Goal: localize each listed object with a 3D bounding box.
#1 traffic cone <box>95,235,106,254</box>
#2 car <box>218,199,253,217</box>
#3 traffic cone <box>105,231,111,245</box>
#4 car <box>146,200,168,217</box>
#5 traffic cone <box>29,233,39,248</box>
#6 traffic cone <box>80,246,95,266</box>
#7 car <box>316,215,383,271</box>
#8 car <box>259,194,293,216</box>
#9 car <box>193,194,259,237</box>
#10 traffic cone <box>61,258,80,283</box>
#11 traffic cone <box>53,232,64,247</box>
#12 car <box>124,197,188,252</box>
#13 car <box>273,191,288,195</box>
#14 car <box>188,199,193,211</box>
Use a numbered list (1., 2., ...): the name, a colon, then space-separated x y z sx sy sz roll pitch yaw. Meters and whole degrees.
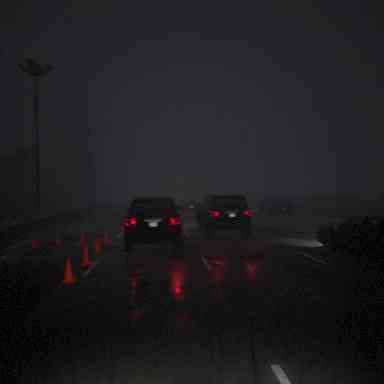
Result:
1. traffic cone: -3.550 1.996 12.503 0.340 0.580 0.340 -1 0 -6
2. car: 3.826 1.387 30.484 2.033 1.411 5.357 -1 0 -6
3. traffic cone: -3.746 1.995 14.494 0.340 0.580 0.340 -1 0 -6
4. car: -3.380 1.549 32.220 1.994 1.385 4.181 -1 0 -6
5. traffic cone: -6.731 2.057 14.200 0.340 0.580 0.340 -1 0 -6
6. traffic cone: -3.354 1.997 10.513 0.340 0.580 0.340 -1 0 -6
7. car: 5.825 1.399 10.180 2.033 1.411 5.357 -1 0 -6
8. car: 7.392 1.244 29.935 1.882 1.535 5.008 -1 0 -6
9. car: 1.561 1.142 17.695 2.150 2.045 5.566 -1 0 -6
10. traffic cone: -3.158 1.998 8.523 0.340 0.580 0.340 -1 0 -6
11. traffic cone: -5.736 2.037 14.298 0.340 0.580 0.340 -1 0 -6
12. car: -1.624 1.217 14.221 2.150 2.045 5.566 -1 0 -6
13. car: 13.825 0.781 54.519 3.866 1.878 1.905 -1 0 -6
14. car: -0.230 1.473 35.918 1.994 1.385 4.181 -1 0 -6
